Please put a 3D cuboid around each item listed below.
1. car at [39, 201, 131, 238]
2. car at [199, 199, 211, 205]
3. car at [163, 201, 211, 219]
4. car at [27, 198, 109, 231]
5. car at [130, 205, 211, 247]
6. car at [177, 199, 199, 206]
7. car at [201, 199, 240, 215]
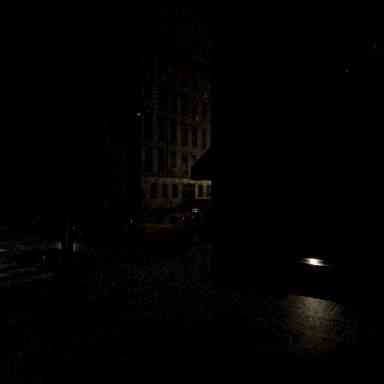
[{"bbox_3d":[-5.187,1.457,17.802,1.882,1.535,5.008,0,0,34],"label":"car"},{"bbox_3d":[2.868,1.314,19.639,2.192,1.841,5.009,0,0,36],"label":"car"},{"bbox_3d":[-0.357,1.521,28.934,1.947,1.339,4.313,0,0,36],"label":"car"},{"bbox_3d":[-6.959,1.282,19.693,2.192,1.841,5.009,0,0,36],"label":"car"},{"bbox_3d":[-0.337,1.530,15.158,1.752,1.417,4.829,0,0,36],"label":"car"},{"bbox_3d":[0.649,1.321,25.970,2.097,1.767,4.553,0,0,35],"label":"car"},{"bbox_3d":[2.945,1.493,33.554,1.887,1.381,4.507,0,0,36],"label":"car"}]
